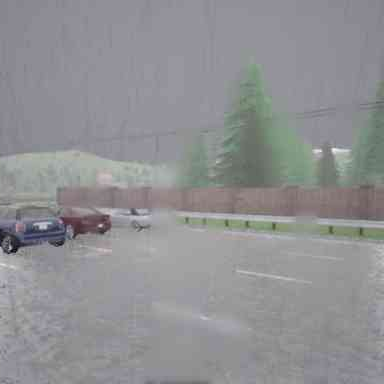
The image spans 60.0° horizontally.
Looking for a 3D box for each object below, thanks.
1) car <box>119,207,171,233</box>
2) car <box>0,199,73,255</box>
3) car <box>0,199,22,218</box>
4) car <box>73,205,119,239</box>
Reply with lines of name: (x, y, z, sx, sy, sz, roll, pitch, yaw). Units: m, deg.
car: (-3.624, 1.544, 19.460, 4.718, 1.301, 1.895, 0, 0, 36)
car: (-7.159, 1.297, 13.378, 4.553, 1.767, 2.097, 0, 0, 36)
car: (-17.293, 1.367, 29.213, 4.902, 1.511, 2.128, 0, 0, 36)
car: (-6.306, 1.418, 17.066, 5.008, 1.535, 1.882, 0, 0, 36)
